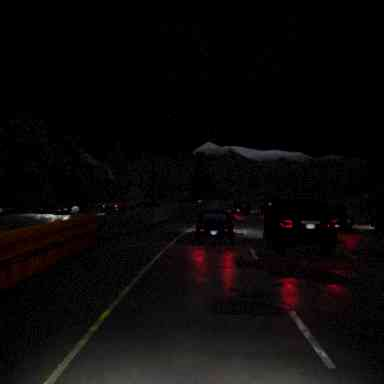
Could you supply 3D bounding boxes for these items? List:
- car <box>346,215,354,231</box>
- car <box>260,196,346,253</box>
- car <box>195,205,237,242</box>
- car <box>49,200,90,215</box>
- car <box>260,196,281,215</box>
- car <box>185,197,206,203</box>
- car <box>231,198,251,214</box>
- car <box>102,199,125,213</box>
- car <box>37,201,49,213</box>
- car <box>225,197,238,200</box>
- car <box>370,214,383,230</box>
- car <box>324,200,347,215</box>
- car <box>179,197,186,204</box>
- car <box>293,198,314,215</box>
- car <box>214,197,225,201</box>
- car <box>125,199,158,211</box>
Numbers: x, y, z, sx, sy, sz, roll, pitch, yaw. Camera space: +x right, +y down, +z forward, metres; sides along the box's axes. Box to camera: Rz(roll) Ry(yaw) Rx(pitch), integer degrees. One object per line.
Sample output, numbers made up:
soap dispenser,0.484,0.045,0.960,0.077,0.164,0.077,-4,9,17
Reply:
car,9.002,1.744,21.972,1.895,1.301,4.718,0,0,9
car,4.427,1.313,14.300,2.150,2.045,5.566,0,0,6
car,1.233,1.630,17.089,1.812,1.442,4.674,0,0,7
car,-13.154,1.708,36.660,1.837,1.490,4.892,0,-1,13
car,9.113,1.462,38.245,2.150,2.045,5.566,0,0,16
car,1.248,1.967,74.822,2.033,1.411,5.357,0,0,28
car,5.769,1.747,39.128,1.837,1.490,4.892,0,0,16
car,-8.783,1.579,39.686,2.097,1.767,4.553,0,0,15
car,-16.130,1.721,39.240,1.837,1.490,4.892,0,-1,14
car,10.026,1.961,76.216,1.812,1.442,4.674,0,0,30
car,12.040,1.677,18.926,2.033,1.411,5.357,0,0,8
car,16.478,1.729,38.357,1.882,1.535,5.008,0,0,17
car,-1.172,1.956,77.684,1.837,1.490,4.892,0,0,28
car,12.926,1.600,38.676,2.097,1.767,4.553,0,0,16
car,6.807,1.911,77.641,1.882,1.535,5.008,0,0,30
car,-5.446,1.716,38.662,2.128,1.511,4.902,0,0,15
